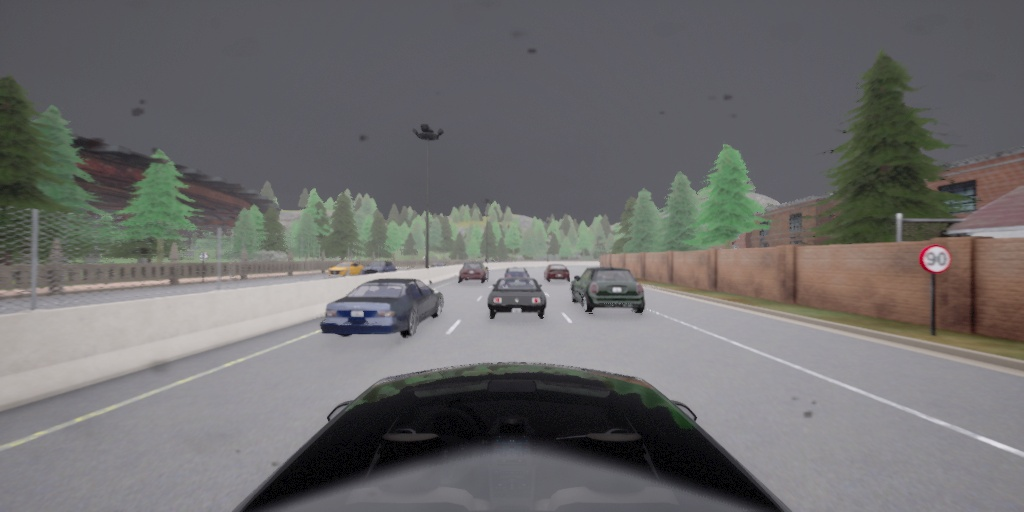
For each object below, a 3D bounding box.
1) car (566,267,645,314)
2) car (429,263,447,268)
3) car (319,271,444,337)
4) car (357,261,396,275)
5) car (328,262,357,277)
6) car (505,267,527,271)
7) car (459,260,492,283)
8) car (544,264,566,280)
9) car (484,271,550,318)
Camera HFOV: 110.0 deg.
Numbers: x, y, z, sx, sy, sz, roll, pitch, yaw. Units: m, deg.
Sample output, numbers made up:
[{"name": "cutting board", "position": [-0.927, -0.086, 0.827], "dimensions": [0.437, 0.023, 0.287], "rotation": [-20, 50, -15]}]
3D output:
[{"name": "car", "position": [3.702, 1.208, 14.629], "dimensions": [2.097, 1.767, 4.553], "rotation": [0, 0, 1]}, {"name": "car", "position": [-9.619, 1.564, 47.235], "dimensions": [1.994, 1.385, 4.181], "rotation": [0, 0, 5]}, {"name": "car", "position": [-3.367, 1.337, 10.418], "dimensions": [2.033, 1.411, 5.357], "rotation": [0, 0, 1]}, {"name": "car", "position": [-13.655, 1.263, 37.003], "dimensions": [2.097, 1.767, 4.553], "rotation": [0, 0, 2]}, {"name": "car", "position": [-17.165, 1.372, 37.326], "dimensions": [1.882, 1.535, 5.008], "rotation": [0, 0, 1]}, {"name": "car", "position": [0.357, 1.531, 28.603], "dimensions": [1.895, 1.301, 4.718], "rotation": [0, 0, 1]}, {"name": "car", "position": [-3.123, 1.273, 30.042], "dimensions": [2.097, 1.767, 4.553], "rotation": [0, 0, 1]}, {"name": "car", "position": [3.902, 1.448, 31.787], "dimensions": [1.882, 1.535, 5.008], "rotation": [0, 0, 1]}, {"name": "car", "position": [0.186, 1.429, 13.413], "dimensions": [1.895, 1.301, 4.718], "rotation": [0, 0, 1]}]
